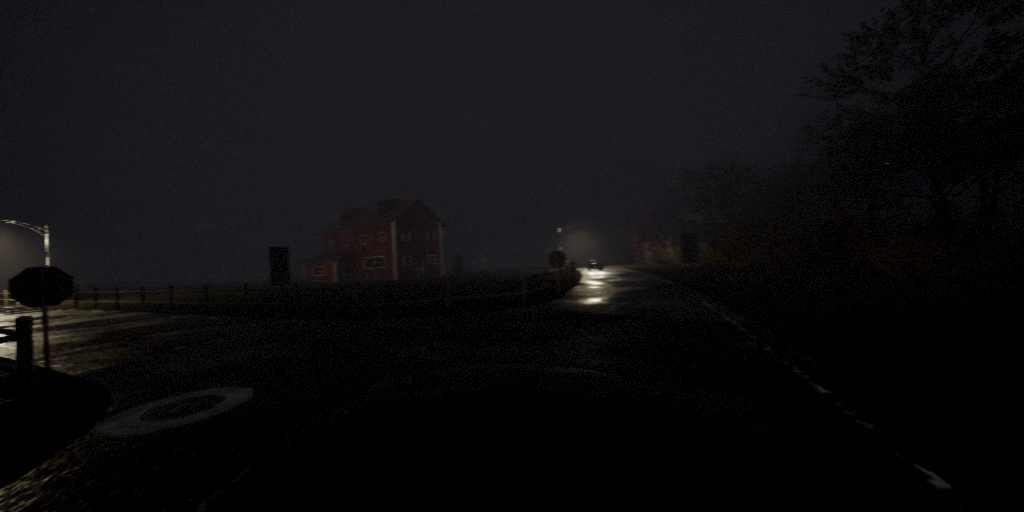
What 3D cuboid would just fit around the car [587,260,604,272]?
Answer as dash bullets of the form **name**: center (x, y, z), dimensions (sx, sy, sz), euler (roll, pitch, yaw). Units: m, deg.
- **car**: center (11.044, 1.249, 47.680), dimensions (2.128, 1.511, 4.902), euler (-3, -1, 9)
